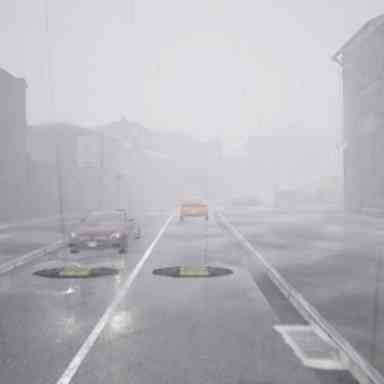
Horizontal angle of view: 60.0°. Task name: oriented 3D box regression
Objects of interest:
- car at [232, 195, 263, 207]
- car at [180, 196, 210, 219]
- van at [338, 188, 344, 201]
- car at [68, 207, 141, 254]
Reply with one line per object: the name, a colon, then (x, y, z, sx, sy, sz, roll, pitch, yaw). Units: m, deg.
car: (6.518, 1.048, 39.109, 1.994, 1.385, 4.181, -1, -1, 44)
car: (0.249, 1.033, 23.742, 1.882, 1.535, 5.008, 0, 1, 3)
van: (23.726, 0.345, 53.638, 1.878, 1.987, 4.442, -3, 0, -12)
car: (-3.101, 1.323, 12.706, 1.812, 1.442, 4.674, 0, 1, 0)
